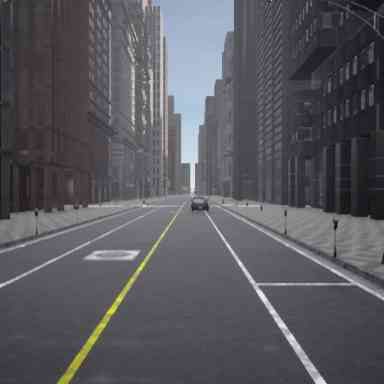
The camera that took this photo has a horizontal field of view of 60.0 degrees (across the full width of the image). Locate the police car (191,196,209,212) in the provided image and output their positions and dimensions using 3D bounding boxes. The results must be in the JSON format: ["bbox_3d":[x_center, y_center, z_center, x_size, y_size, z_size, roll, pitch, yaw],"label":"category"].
[{"bbox_3d":[0.899,1.438,38.074,1.930,1.638,5.238,0,0,0],"label":"police car"}]

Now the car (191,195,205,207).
[{"bbox_3d":[0.894,1.394,53.932,2.097,1.767,4.553,0,0,0],"label":"car"}]

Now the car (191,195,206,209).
[{"bbox_3d":[0.896,1.374,47.933,2.097,1.767,4.553,0,0,0],"label":"car"}]
